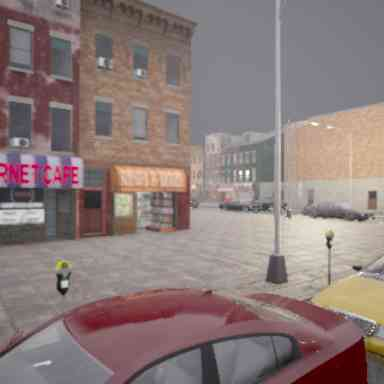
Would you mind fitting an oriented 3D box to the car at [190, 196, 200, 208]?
[{"bbox_3d":[-1.272,1.023,42.318,2.150,2.045,5.566,0,0,-35],"label":"car"}]

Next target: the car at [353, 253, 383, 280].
[{"bbox_3d":[3.857,1.529,5.555,4.829,1.417,1.752,0,0,-35],"label":"car"}]

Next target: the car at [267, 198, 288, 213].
[{"bbox_3d":[7.856,1.348,34.708,1.882,1.535,5.008,0,0,-36],"label":"car"}]

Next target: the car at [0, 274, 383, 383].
[{"bbox_3d":[-0.477,1.545,2.464,4.507,1.381,1.887,0,0,-35],"label":"car"}]

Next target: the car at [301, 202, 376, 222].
[{"bbox_3d":[10.957,1.466,25.380,2.033,1.411,5.357,0,0,-33],"label":"car"}]

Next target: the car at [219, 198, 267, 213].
[{"bbox_3d":[4.902,1.447,33.725,1.895,1.301,4.718,0,0,-36],"label":"car"}]
